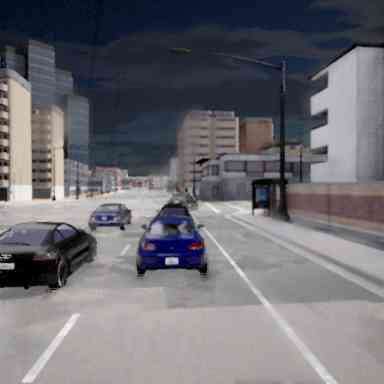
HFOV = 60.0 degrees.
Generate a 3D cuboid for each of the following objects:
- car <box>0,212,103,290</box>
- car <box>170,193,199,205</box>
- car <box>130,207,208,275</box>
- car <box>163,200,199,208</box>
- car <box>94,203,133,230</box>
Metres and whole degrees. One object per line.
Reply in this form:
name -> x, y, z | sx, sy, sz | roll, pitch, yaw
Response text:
car -> -3.920, 1.468, 8.842 | 1.994, 1.385, 4.181 | 0, 1, -3
car -> -0.775, 0.999, 32.285 | 2.097, 1.767, 4.553 | 0, 1, 16
car -> -0.587, 1.412, 10.002 | 1.812, 1.442, 4.674 | 0, 1, -3
car -> -0.953, 1.366, 17.508 | 1.994, 1.385, 4.181 | 0, 1, -4
car -> -4.582, 1.335, 19.182 | 2.033, 1.411, 5.357 | 0, 1, -4
